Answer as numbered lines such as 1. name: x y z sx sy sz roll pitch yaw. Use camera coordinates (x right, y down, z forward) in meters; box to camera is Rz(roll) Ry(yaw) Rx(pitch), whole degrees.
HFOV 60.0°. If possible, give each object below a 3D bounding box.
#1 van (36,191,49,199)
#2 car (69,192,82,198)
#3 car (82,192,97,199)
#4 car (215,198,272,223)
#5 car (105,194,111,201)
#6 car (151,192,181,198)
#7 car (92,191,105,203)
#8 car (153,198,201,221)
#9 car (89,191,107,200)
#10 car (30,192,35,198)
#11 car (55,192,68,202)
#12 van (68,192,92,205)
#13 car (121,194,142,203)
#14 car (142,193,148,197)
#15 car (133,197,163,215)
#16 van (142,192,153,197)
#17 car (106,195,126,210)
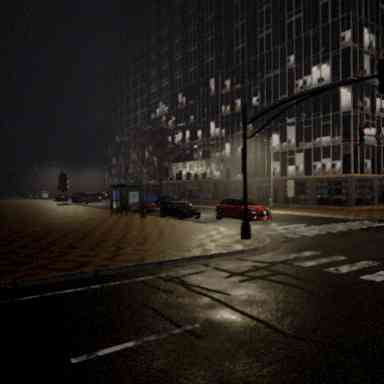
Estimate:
1. van: -32.956 0.709 73.766 1.690 1.788 3.998 0 1 -34
2. car: -29.240 0.746 83.185 2.008 1.369 4.403 0 1 -34
3. car: -22.830 0.743 73.797 1.967 1.590 4.097 0 1 -34
4. car: 3.742 1.249 24.600 2.097 1.767 4.553 -1 1 -34
5. car: -16.420 0.992 64.412 1.802 1.307 4.206 0 1 -34
6. car: -1.832 1.160 32.765 2.097 1.767 4.553 -1 1 -34
7. car: -16.412 0.962 54.292 2.097 1.767 4.553 -1 1 -34
8. car: -1.012 1.461 26.758 1.947 1.339 4.313 0 1 -34
9. car: -19.625 0.672 69.102 2.192 1.841 5.009 0 1 -34
10. car: -36.161 0.754 78.460 1.967 1.590 4.097 0 1 -34
11. car: -23.341 1.079 59.687 2.008 1.369 4.403 0 1 -34
12. van: -16.930 0.976 50.297 1.690 1.788 3.998 0 1 -34
13. car: -10.010 1.099 55.024 1.802 1.307 4.206 0 1 -34
14. car: -7.667 1.219 41.330 1.837 1.490 4.892 -1 1 -34
15. car: -4.204 1.425 31.464 1.802 1.307 4.206 0 1 -34
16. van: -6.805 0.910 50.328 1.690 1.788 3.998 0 1 -34
17. car: -7.360 1.357 36.190 1.947 1.339 4.313 0 1 -34
